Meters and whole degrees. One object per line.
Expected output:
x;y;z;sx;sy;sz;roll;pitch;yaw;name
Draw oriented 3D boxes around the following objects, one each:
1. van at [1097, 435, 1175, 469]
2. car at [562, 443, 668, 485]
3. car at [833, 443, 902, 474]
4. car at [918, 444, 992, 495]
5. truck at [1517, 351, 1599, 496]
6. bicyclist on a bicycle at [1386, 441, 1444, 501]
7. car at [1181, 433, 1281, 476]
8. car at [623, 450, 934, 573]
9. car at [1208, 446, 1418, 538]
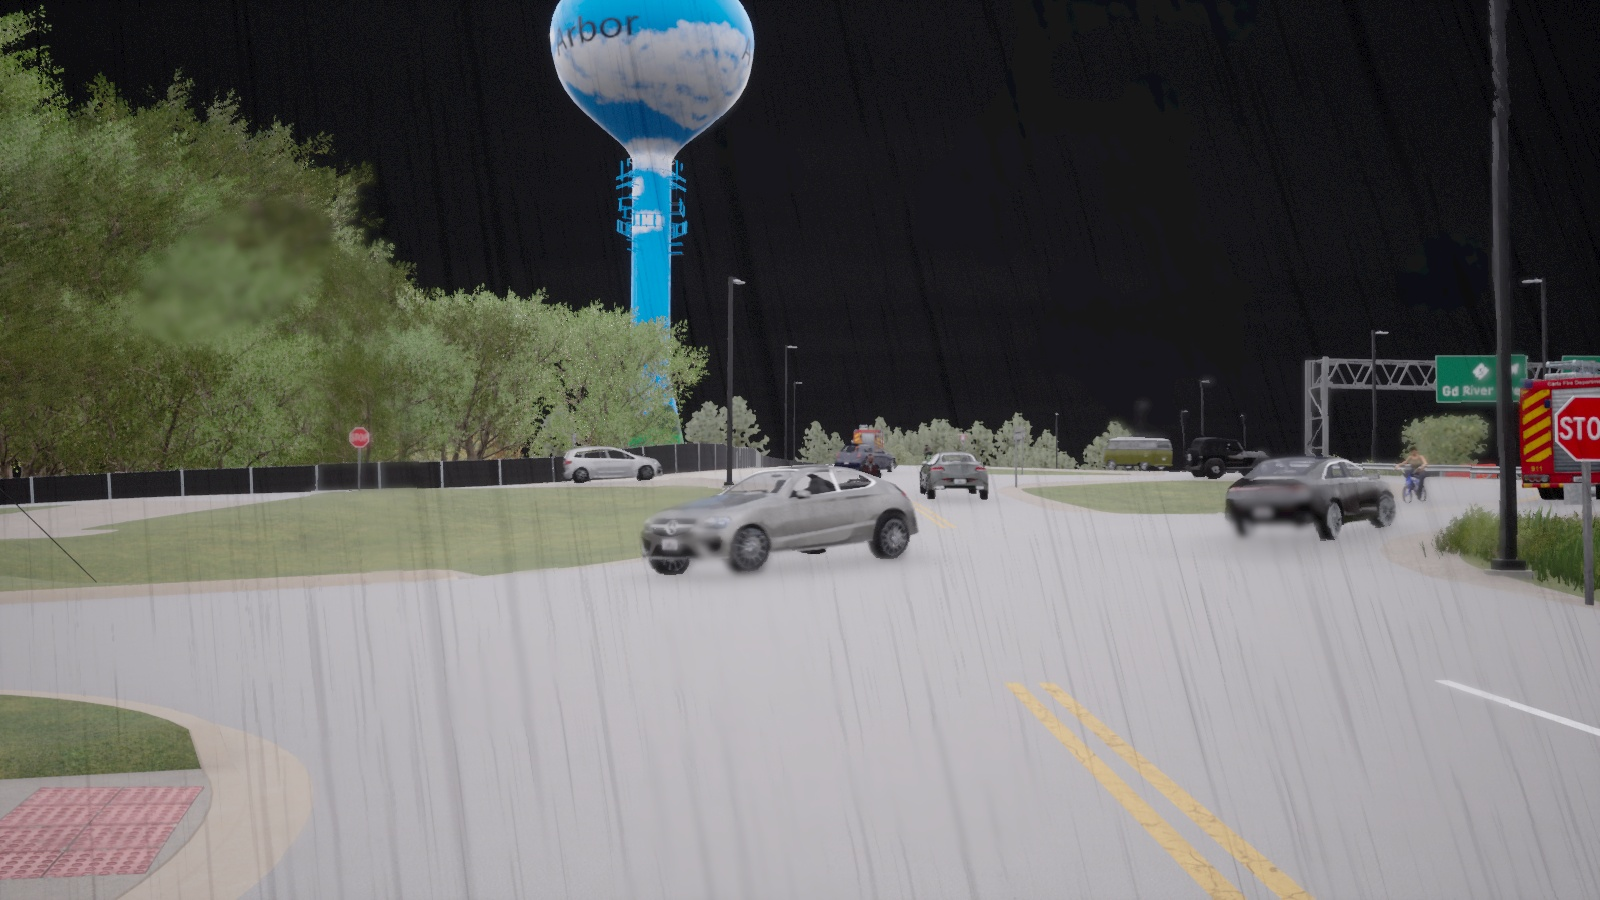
20.206;0.117;75.652;1.775;1.987;4.442;1;-1;-33;van
-8.582;0.646;58.017;4.611;1.667;2.242;-2;0;-13;car
3.500;0.425;64.699;1.845;1.501;3.633;1;1;38;car
5.509;0.650;45.351;2.152;1.651;5.027;0;1;1;car
23.932;-0.758;36.538;8.468;3.827;2.891;-1;-1;-43;truck
17.350;0.590;35.404;1.509;1.612;0.866;-2;-1;-41;bicyclist on a bicycle
19.709;0.192;57.560;3.866;1.878;1.905;-1;1;-5;car
-0.230;0.955;21.000;5.027;1.651;2.152;-3;-1;-45;car
10.157;0.767;24.668;2.128;1.511;4.902;-3;-1;43;car
